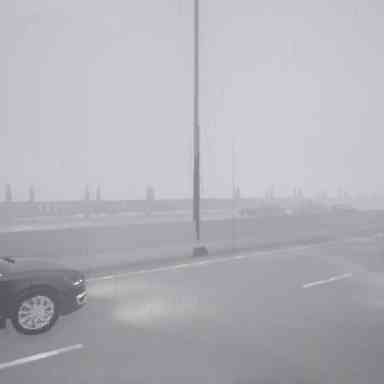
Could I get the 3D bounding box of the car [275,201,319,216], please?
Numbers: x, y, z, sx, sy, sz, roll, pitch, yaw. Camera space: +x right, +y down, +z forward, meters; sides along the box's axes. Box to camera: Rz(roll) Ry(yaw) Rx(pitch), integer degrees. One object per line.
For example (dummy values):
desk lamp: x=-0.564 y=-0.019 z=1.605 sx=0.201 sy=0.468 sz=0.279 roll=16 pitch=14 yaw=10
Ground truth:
car: x=9.640 y=1.492 z=27.980 sx=4.902 sy=1.511 sz=2.128 roll=0 pitch=0 yaw=-35

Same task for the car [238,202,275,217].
car: x=6.384 y=1.598 z=29.964 sx=4.718 sy=1.301 sz=1.895 roll=0 pitch=0 yaw=-35

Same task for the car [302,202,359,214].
car: x=10.460 y=1.602 z=24.274 sx=4.718 sy=1.301 sz=1.895 roll=0 pitch=0 yaw=-35

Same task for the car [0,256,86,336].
car: x=-4.152 y=1.501 z=5.061 sx=4.892 sy=1.490 sz=1.837 roll=0 pitch=0 yaw=-36
